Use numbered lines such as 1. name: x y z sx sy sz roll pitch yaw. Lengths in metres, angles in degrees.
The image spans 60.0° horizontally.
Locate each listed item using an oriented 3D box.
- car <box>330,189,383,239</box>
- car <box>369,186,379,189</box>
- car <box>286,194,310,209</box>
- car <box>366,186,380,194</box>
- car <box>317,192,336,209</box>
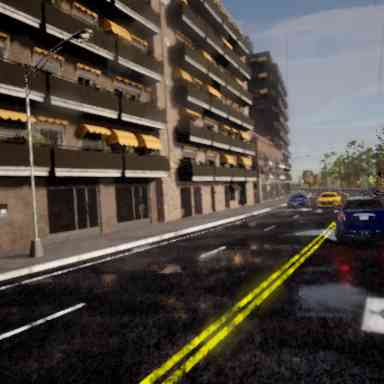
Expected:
1. car: 7.626 0.950 14.598 2.097 1.767 4.553 -3 0 29
2. car: 18.440 0.515 34.927 2.128 1.511 4.902 -3 0 27
3. car: 11.619 0.951 36.221 1.812 1.442 4.674 -3 0 27
4. car: 36.705 -0.430 67.379 1.994 1.385 4.181 -3 0 22
5. car: 13.674 0.775 33.124 1.882 1.535 5.008 -3 0 27
